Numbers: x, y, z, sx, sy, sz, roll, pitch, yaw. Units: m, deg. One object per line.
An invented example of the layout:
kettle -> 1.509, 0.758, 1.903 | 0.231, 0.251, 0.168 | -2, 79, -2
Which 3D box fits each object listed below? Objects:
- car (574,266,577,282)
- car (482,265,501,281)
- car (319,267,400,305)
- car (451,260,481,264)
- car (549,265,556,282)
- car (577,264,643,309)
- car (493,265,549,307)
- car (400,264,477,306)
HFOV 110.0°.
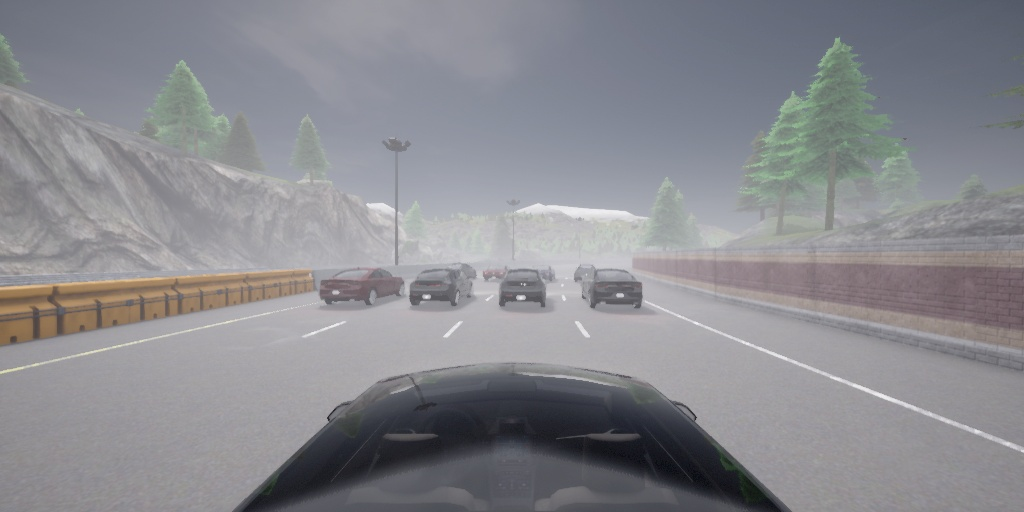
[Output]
car -> 5.902, 1.320, 28.331 | 1.994, 1.385, 4.181 | 0, 0, 11
car -> -0.965, 1.364, 29.693 | 1.895, 1.301, 4.718 | 0, 0, 11
car -> -6.431, 1.232, 16.013 | 1.882, 1.535, 5.008 | 0, 0, 5
car -> -4.407, 1.280, 30.329 | 1.812, 1.442, 4.674 | 0, 0, 11
car -> 2.471, 1.364, 29.027 | 1.895, 1.301, 4.718 | 0, 0, 11
car -> 4.027, 1.232, 15.074 | 1.882, 1.535, 5.008 | 0, 0, 5
car -> 0.541, 1.264, 15.387 | 1.837, 1.490, 4.892 | 0, 0, 5
car -> -2.945, 1.263, 15.700 | 1.837, 1.490, 4.892 | 0, 0, 5
